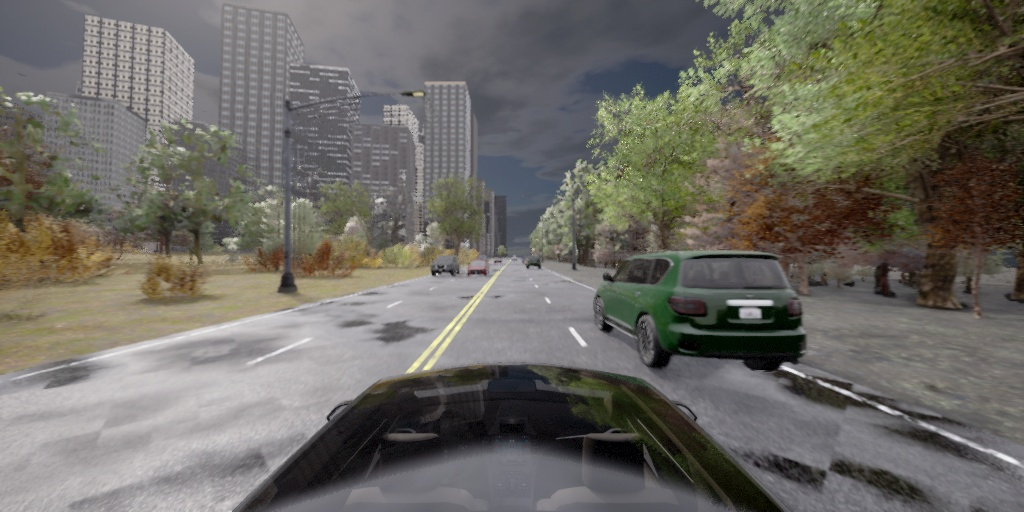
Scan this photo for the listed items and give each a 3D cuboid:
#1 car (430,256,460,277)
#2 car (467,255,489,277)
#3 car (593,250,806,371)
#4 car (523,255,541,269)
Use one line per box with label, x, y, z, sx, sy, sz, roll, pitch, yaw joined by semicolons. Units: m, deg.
car;-6.606;0.981;36.117;2.150;2.045;5.566;-1;0;1
car;-3.332;1.129;35.936;1.882;1.535;5.008;-1;3;1
car;3.368;0.952;7.764;2.150;2.045;5.566;0;-1;0
car;3.350;0.951;55.794;2.150;2.045;5.566;-1;0;1
